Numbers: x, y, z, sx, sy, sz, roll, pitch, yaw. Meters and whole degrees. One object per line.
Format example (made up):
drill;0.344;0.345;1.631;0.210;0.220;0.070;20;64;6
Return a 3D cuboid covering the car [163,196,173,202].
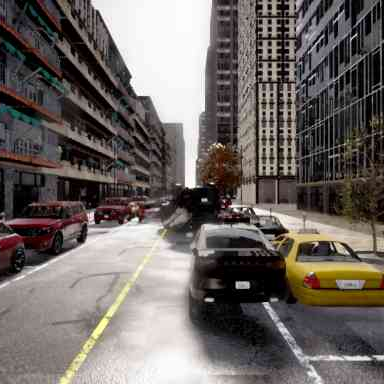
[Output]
car;-5.866;1.739;81.374;1.947;1.339;4.313;0;0;0

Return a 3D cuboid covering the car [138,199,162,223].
car;-3.058;1.543;26.206;1.812;1.442;4.674;0;0;0

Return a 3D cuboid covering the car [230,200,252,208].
car;2.653;1.451;19.098;1.967;1.590;4.097;0;0;0

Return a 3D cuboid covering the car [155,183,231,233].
car;-0.191;1.208;18.348;2.150;2.045;5.566;-2;-19;-19

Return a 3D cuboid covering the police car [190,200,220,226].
police car;0.846;1.441;24.405;1.930;1.638;5.238;0;0;0

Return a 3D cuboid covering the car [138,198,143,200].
car;-5.752;1.549;30.237;1.752;1.417;4.829;0;0;0

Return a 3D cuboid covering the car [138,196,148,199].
car;-5.764;1.348;36.070;2.192;1.841;5.009;0;0;0

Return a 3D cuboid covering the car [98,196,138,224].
car;-5.738;1.331;24.742;2.192;1.841;5.009;0;0;0

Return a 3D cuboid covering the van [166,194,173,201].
van;-5.878;1.539;87.040;1.690;1.788;3.998;0;0;0

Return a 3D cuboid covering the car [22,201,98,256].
car;-5.713;1.322;13.417;2.192;1.841;5.009;0;0;0

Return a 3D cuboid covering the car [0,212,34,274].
car;-5.702;1.443;7.753;1.967;1.590;4.097;0;0;0

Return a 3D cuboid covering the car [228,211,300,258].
car;2.665;1.573;13.435;1.947;1.339;4.313;0;0;0

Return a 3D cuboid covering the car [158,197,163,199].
car;-5.829;1.677;64.385;1.947;1.339;4.313;0;0;0

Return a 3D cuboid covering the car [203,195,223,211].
car;2.603;1.360;41.750;2.192;1.841;5.009;0;0;0

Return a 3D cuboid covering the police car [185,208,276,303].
police car;0.881;1.429;8.406;1.930;1.638;5.238;0;0;0

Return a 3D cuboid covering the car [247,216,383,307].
car;2.677;1.528;7.941;1.752;1.417;4.829;0;0;0
